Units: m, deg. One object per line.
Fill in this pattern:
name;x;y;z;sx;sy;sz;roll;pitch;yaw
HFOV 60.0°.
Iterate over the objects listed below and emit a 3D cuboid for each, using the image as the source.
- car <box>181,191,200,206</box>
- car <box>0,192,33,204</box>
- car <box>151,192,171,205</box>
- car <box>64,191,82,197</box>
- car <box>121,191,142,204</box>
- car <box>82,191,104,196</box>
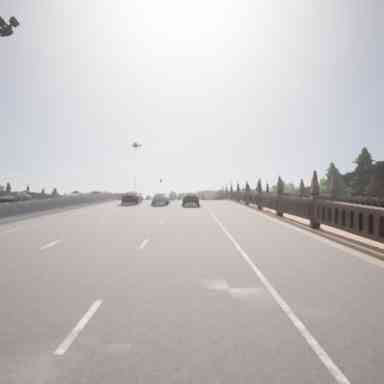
car;-0.131;0.713;37.569;1.837;1.490;4.892;0;1;0
car;-21.332;0.704;40.236;2.033;1.411;5.357;0;1;0
car;-3.642;0.698;39.276;1.812;1.442;4.674;0;1;0
car;-17.834;0.616;51.161;2.033;1.411;5.357;0;-1;0
car;-7.146;0.637;39.923;1.882;1.535;5.008;0;1;0
car;-14.340;0.557;49.585;1.837;1.490;4.892;0;-1;0
